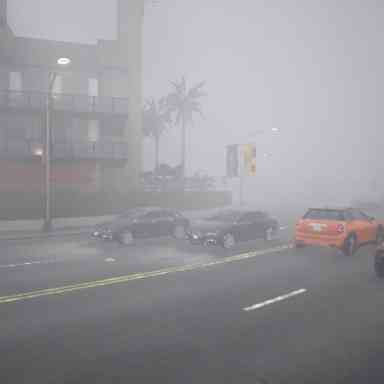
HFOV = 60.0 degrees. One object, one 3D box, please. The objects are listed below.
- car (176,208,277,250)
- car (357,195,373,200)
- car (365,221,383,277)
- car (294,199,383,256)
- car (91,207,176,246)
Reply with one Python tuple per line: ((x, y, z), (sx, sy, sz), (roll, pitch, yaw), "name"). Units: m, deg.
((1.866, 1.496, 14.494), (4.892, 1.490, 1.837), (0, 1, -44), "car")
((18.551, 1.461, 36.188), (1.882, 1.535, 5.008), (0, 0, 13), "car")
((6.695, 1.561, 9.240), (4.181, 1.385, 1.994), (0, 0, -44), "car")
((6.048, 1.346, 13.500), (4.553, 1.767, 2.097), (0, 0, -45), "car")
((-2.222, 1.493, 15.461), (4.892, 1.490, 1.837), (0, 0, -43), "car")
